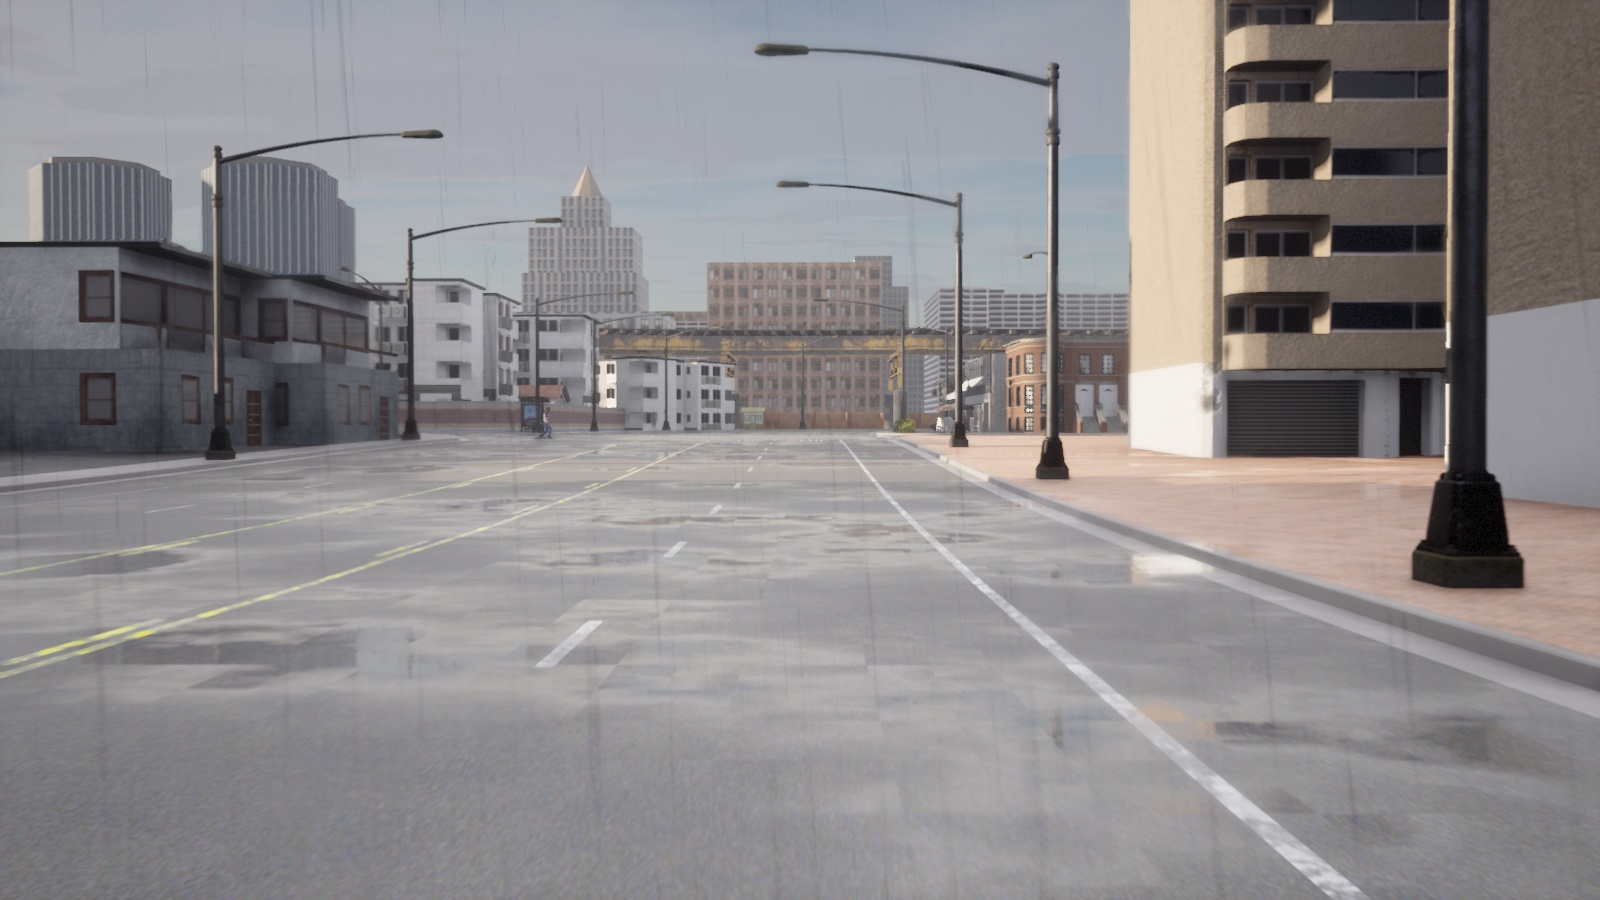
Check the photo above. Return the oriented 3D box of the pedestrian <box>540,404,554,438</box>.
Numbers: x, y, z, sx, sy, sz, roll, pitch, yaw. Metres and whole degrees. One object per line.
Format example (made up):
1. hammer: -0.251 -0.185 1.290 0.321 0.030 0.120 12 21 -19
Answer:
1. pedestrian: -13.933 -1.593 69.286 0.706 1.836 0.354 0 1 -3
